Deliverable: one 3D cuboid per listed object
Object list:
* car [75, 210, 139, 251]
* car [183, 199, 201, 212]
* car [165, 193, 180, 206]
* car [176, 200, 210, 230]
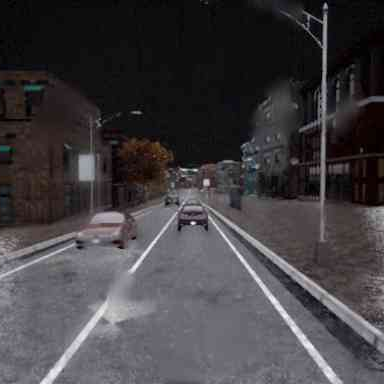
[{"bbox_3d":[-3.476,1.532,14.376,1.812,1.442,4.674,0,0,0],"label":"car"},{"bbox_3d":[0.005,1.617,40.415,2.033,1.411,5.357,0,0,0],"label":"car"},{"bbox_3d":[-3.252,1.258,56.009,2.150,2.045,5.566,0,1,1],"label":"car"},{"bbox_3d":[0.059,1.523,21.262,1.837,1.490,4.892,0,0,0],"label":"car"}]
